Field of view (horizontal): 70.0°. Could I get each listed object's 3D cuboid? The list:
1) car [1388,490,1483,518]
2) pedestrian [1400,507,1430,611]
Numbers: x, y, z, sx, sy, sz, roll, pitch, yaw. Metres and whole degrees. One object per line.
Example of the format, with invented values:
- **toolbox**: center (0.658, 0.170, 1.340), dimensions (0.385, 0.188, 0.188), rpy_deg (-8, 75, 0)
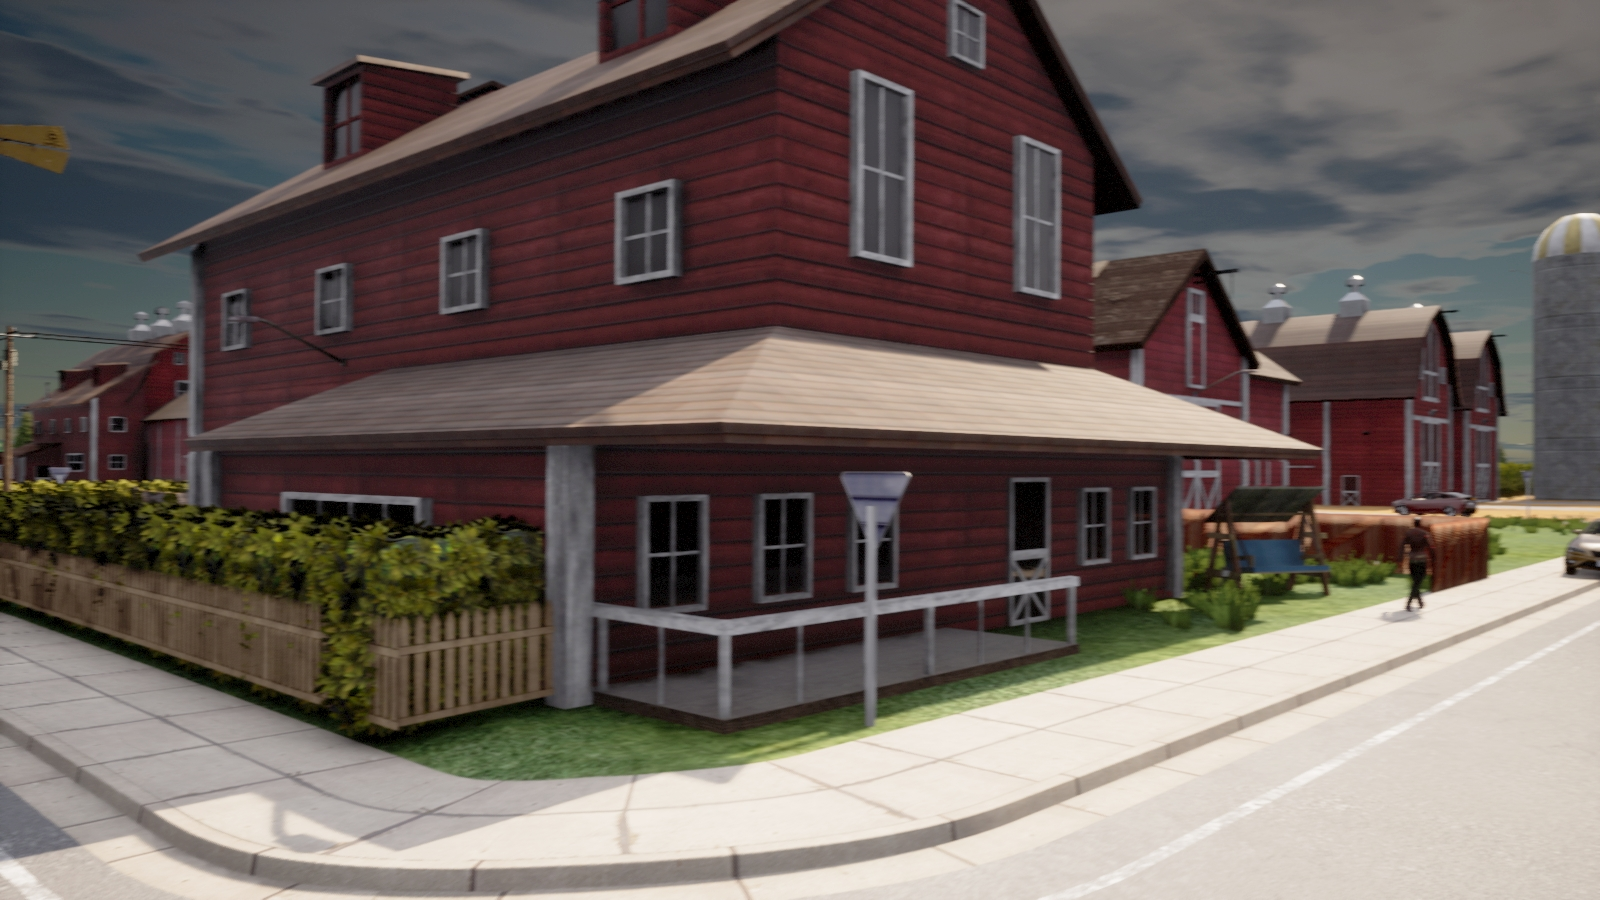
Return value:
- **car**: center (37.357, 3.153, 67.266), dimensions (2.007, 1.525, 4.514), rpy_deg (1, -1, -30)
- **pedestrian**: center (11.247, 1.984, 20.900), dimensions (0.375, 1.860, 0.375), rpy_deg (1, -1, -45)
